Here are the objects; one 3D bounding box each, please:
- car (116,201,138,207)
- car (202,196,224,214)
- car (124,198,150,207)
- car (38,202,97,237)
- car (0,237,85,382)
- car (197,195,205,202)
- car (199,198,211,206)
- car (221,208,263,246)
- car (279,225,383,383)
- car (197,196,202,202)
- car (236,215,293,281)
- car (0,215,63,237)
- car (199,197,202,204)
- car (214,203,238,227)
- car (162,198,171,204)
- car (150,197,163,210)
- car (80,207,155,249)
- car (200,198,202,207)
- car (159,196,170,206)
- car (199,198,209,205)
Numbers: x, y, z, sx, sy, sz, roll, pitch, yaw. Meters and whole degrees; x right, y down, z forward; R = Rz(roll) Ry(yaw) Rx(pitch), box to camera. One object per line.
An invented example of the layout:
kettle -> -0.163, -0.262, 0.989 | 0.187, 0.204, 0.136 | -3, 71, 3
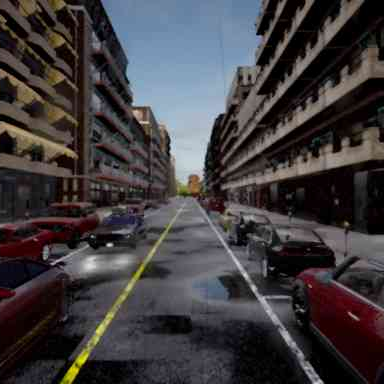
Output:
car -> -5.750, 1.704, 26.343 | 1.752, 1.417, 4.829 | 1, 0, 0
car -> 2.601, 1.547, 37.640 | 2.192, 1.841, 5.009 | 1, 0, 0
car -> -5.764, 1.531, 32.082 | 2.192, 1.841, 5.009 | 1, 0, 0
car -> -5.716, 1.425, 15.379 | 2.192, 1.841, 5.009 | 1, 0, 0
car -> -3.107, 1.599, 4.366 | 1.994, 1.385, 4.181 | 0, 0, 0
car -> 2.442, 1.916, 93.318 | 2.192, 1.841, 5.009 | 1, 0, 0
car -> 2.519, 1.965, 65.478 | 2.008, 1.369, 4.403 | 1, 0, 0
car -> 2.662, 1.641, 15.368 | 2.008, 1.369, 4.403 | 1, 0, 0
car -> 2.695, 1.461, 4.233 | 1.967, 1.590, 4.097 | 1, 0, 0
car -> 2.537, 1.693, 59.910 | 2.192, 1.841, 5.009 | 1, 0, 0
car -> 2.678, 1.606, 9.800 | 2.008, 1.369, 4.403 | 1, 0, 0
car -> -5.703, 1.620, 9.810 | 1.887, 1.381, 4.507 | 1, 0, 0
car -> 2.551, 1.886, 54.342 | 1.887, 1.381, 4.507 | 1, 0, 0
car -> 2.646, 1.652, 21.105 | 1.752, 1.417, 4.829 | 1, 0, 0
car -> -5.894, 2.090, 76.622 | 1.802, 1.307, 4.206 | 1, 0, 0
car -> -5.814, 1.890, 48.784 | 1.947, 1.339, 4.313 | 1, 0, 0
car -> -3.130, 1.651, 15.308 | 2.033, 1.411, 5.357 | 0, 0, 0
car -> 2.567, 1.855, 48.774 | 2.008, 1.369, 4.403 | 1, 0, 0
car -> -5.859, 1.749, 65.488 | 2.192, 1.841, 5.009 | 1, 0, 0
car -> 2.503, 2.017, 71.045 | 1.947, 1.339, 4.313 | 1, 0, 0
